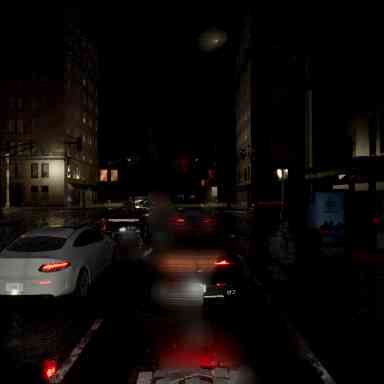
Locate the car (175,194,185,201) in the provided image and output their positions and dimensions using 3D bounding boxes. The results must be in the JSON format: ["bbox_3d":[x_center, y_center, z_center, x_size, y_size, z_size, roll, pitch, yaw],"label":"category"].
[{"bbox_3d":[-3.151,1.535,82.832,2.128,1.511,4.902,0,0,0],"label":"car"}]

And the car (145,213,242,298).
[{"bbox_3d":[0.102,1.508,8.471,1.837,1.490,4.892,0,0,0],"label":"car"}]

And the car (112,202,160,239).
[{"bbox_3d":[-3.131,1.498,17.486,2.128,1.511,4.902,0,0,0],"label":"car"}]

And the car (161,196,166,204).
[{"bbox_3d":[-6.488,1.546,61.987,1.812,1.442,4.674,0,0,1],"label":"car"}]

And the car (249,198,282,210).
[{"bbox_3d":[9.225,1.471,40.183,4.553,1.767,2.097,0,-1,0],"label":"car"}]

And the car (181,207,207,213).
[{"bbox_3d":[0.103,1.532,17.587,1.812,1.442,4.674,0,0,0],"label":"car"}]

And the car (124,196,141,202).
[{"bbox_3d":[-9.772,1.524,53.420,1.837,1.490,4.892,0,0,0],"label":"car"}]

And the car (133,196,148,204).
[{"bbox_3d":[-9.722,1.511,63.549,2.128,1.511,4.902,0,0,1],"label":"car"}]

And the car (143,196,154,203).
[{"bbox_3d":[-9.662,1.544,73.763,1.812,1.442,4.674,0,0,0],"label":"car"}]

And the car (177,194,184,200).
[{"bbox_3d":[-3.138,1.319,93.251,1.882,1.535,5.008,0,0,0],"label":"car"}]

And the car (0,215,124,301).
[{"bbox_3d":[-3.146,1.528,8.220,1.812,1.442,4.674,0,0,0],"label":"car"}]

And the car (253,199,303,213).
[{"bbox_3d":[9.631,1.679,36.932,4.718,1.301,1.895,0,-1,0],"label":"car"}]

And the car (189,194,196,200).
[{"bbox_3d":[0.112,1.381,93.246,2.033,1.411,5.357,0,0,0],"label":"car"}]

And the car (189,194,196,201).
[{"bbox_3d":[0.100,1.605,83.274,1.895,1.301,4.718,0,0,0],"label":"car"}]

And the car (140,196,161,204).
[{"bbox_3d":[-6.527,1.524,52.963,1.837,1.490,4.892,0,0,0],"label":"car"}]
